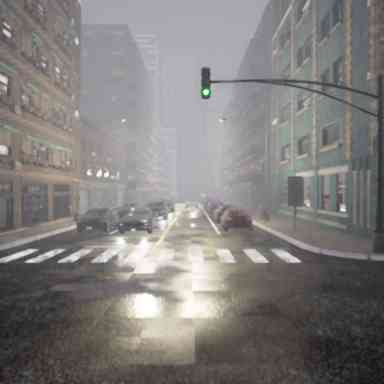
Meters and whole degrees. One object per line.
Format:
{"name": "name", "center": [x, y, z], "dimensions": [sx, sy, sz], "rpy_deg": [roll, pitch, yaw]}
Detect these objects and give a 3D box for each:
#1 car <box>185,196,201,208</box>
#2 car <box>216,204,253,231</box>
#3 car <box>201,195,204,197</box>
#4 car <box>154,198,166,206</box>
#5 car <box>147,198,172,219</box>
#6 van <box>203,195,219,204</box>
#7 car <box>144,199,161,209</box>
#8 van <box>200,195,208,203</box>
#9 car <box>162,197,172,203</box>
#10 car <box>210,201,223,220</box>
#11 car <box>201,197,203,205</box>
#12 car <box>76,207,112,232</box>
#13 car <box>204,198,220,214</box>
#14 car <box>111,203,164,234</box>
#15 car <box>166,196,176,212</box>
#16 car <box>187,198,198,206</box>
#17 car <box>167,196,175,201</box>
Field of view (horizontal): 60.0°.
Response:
{"name": "car", "center": [0.010, 1.696, 50.058], "dimensions": [1.812, 1.442, 4.674], "rpy_deg": [0, 0, 0]}
{"name": "car", "center": [2.688, 1.648, 20.602], "dimensions": [1.802, 1.307, 4.206], "rpy_deg": [0, 0, 0]}
{"name": "car", "center": [2.697, 1.752, 64.959], "dimensions": [1.752, 1.417, 4.829], "rpy_deg": [-1, 0, 0]}
{"name": "car", "center": [-5.684, 1.787, 59.280], "dimensions": [1.802, 1.307, 4.206], "rpy_deg": [0, 0, 0]}
{"name": "car", "center": [-3.092, 1.604, 30.241], "dimensions": [1.837, 1.490, 4.892], "rpy_deg": [0, 0, 0]}
{"name": "van", "center": [2.691, 1.485, 42.696], "dimensions": [1.690, 1.788, 3.998], "rpy_deg": [0, 0, 0]}
{"name": "car", "center": [-5.687, 1.708, 48.233], "dimensions": [1.887, 1.381, 4.507], "rpy_deg": [0, 0, 0]}
{"name": "van", "center": [2.698, 1.610, 75.837], "dimensions": [1.690, 1.788, 3.998], "rpy_deg": [-1, 0, 0]}
{"name": "car", "center": [-5.682, 1.794, 75.681], "dimensions": [1.752, 1.417, 4.829], "rpy_deg": [0, 0, 0]}
{"name": "car", "center": [2.689, 1.651, 26.125], "dimensions": [1.947, 1.339, 4.313], "rpy_deg": [0, 0, 0]}
{"name": "car", "center": [2.694, 1.729, 48.219], "dimensions": [1.947, 1.339, 4.313], "rpy_deg": [0, 0, 0]}
{"name": "car", "center": [-5.693, 1.632, 20.616], "dimensions": [1.947, 1.339, 4.313], "rpy_deg": [0, 0, 0]}
{"name": "car", "center": [2.692, 1.668, 37.172], "dimensions": [1.887, 1.381, 4.507], "rpy_deg": [0, 0, 0]}
{"name": "car", "center": [-3.097, 1.612, 20.123], "dimensions": [2.033, 1.411, 5.357], "rpy_deg": [0, 0, 0]}
{"name": "car", "center": [-3.079, 1.628, 40.685], "dimensions": [2.128, 1.511, 4.902], "rpy_deg": [0, 0, 0]}
{"name": "car", "center": [0.013, 1.808, 60.094], "dimensions": [1.895, 1.301, 4.718], "rpy_deg": [0, 0, 0]}
{"name": "car", "center": [-5.677, 1.902, 92.420], "dimensions": [1.947, 1.339, 4.313], "rpy_deg": [0, 0, 0]}
